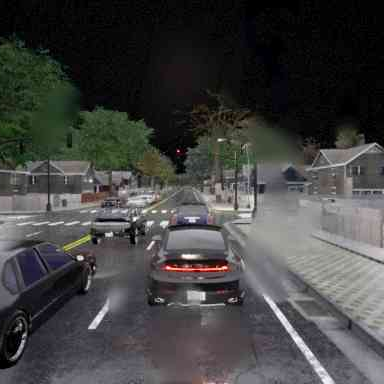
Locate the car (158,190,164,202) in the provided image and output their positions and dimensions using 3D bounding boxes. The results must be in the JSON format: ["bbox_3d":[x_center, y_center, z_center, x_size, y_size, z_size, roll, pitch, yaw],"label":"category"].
[{"bbox_3d":[-6.917,0.804,61.413,2.097,1.767,4.553,0,1,0],"label":"car"}]

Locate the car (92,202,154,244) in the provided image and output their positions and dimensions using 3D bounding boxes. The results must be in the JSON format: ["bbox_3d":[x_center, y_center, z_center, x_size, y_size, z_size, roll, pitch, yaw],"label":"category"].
[{"bbox_3d":[-3.235,1.439,15.396,2.128,1.511,4.902,0,0,0],"label":"car"}]

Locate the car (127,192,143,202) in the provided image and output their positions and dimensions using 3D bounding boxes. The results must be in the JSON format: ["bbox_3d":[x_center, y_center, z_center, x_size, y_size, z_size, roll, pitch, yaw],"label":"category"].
[{"bbox_3d":[-10.166,0.841,59.497,2.097,1.767,4.553,0,1,0],"label":"car"}]

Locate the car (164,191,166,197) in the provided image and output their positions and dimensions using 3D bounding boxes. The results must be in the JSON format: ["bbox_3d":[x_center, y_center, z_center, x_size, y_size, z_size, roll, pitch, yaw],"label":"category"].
[{"bbox_3d":[-6.938,0.428,75.800,1.837,1.490,4.892,0,1,0],"label":"car"}]

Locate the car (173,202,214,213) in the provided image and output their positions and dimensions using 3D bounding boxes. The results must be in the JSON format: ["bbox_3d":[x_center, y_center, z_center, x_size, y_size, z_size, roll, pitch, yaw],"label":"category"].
[{"bbox_3d":[0.073,1.289,17.052,2.097,1.767,4.553,0,0,2],"label":"car"}]

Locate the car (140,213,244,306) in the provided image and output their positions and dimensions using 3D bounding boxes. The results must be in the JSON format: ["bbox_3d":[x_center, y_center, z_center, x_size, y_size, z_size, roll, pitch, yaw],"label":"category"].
[{"bbox_3d":[0.063,1.489,7.987,1.837,1.490,4.892,0,0,0],"label":"car"}]

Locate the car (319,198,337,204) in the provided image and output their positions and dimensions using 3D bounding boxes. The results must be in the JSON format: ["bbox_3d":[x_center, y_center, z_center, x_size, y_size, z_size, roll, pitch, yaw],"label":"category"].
[{"bbox_3d":[12.417,1.267,30.852,4.674,1.442,1.812,0,1,-3],"label":"car"}]

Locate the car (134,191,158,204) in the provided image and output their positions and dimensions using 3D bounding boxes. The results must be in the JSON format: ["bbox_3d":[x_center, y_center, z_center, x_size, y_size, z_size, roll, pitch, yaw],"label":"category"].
[{"bbox_3d":[-6.879,0.850,50.708,2.150,2.045,5.566,0,1,0],"label":"car"}]

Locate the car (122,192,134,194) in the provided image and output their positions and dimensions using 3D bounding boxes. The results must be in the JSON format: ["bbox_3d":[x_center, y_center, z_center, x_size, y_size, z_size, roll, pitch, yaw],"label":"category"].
[{"bbox_3d":[-10.129,0.979,50.796,2.097,1.767,4.553,0,1,0],"label":"car"}]

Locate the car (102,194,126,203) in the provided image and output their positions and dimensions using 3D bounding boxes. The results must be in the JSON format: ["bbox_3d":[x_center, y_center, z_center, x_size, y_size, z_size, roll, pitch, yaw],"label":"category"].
[{"bbox_3d":[-10.087,1.280,42.109,1.994,1.385,4.181,0,1,0],"label":"car"}]

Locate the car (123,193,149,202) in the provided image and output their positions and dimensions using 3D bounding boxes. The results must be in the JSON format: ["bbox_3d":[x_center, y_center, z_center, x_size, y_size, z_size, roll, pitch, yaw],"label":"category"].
[{"bbox_3d":[-6.822,1.252,41.030,1.812,1.442,4.674,0,1,0],"label":"car"}]

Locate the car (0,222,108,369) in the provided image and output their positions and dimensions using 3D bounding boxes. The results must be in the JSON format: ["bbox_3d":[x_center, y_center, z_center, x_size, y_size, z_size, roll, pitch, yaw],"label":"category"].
[{"bbox_3d":[-3.172,1.539,5.642,2.033,1.411,5.357,0,0,0],"label":"car"}]

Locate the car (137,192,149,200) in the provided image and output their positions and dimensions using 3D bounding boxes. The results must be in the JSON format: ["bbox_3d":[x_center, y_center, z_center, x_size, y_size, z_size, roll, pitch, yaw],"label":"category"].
[{"bbox_3d":[-10.149,0.827,69.169,1.994,1.385,4.181,0,1,0],"label":"car"}]
